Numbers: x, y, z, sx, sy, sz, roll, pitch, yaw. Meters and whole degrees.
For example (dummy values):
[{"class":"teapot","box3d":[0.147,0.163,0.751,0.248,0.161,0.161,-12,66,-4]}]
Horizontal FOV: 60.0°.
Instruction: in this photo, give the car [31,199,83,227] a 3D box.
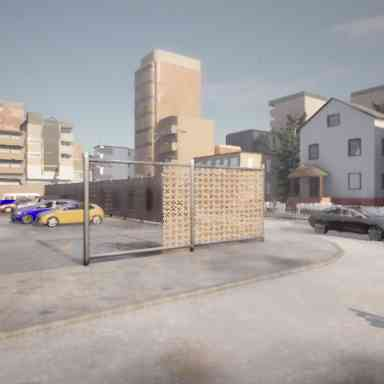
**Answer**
[{"class":"car","box3d":[-7.839,1.410,21.555,4.193,1.474,1.816,0,0,-36]}]

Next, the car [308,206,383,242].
[{"class":"car","box3d":[8.172,1.477,16.610,2.128,1.511,4.902,0,0,-31]}]

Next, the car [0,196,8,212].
[{"class":"car","box3d":[-17.856,1.468,35.610,5.357,1.415,2.033,0,0,-36]}]

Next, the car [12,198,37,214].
[{"class":"car","box3d":[-17.854,1.397,35.332,1.789,1.547,3.705,0,0,-36]}]

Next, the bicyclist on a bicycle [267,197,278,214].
[{"class":"bicyclist on a bicycle","box3d":[7.761,1.326,31.999,1.656,1.620,0.582,0,0,-36]}]

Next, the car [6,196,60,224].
[{"class":"car","box3d":[-10.284,1.343,23.705,4.611,1.667,2.242,0,0,-36]}]

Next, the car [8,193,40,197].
[{"class":"car","box3d":[-12.575,1.237,27.343,3.866,1.878,1.905,0,0,-36]}]

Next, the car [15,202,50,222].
[{"class":"car","box3d":[-12.020,1.447,25.082,2.207,1.379,1.481,0,0,-36]}]

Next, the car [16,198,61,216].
[{"class":"car","box3d":[-14.798,1.406,32.044,3.633,1.501,1.845,0,0,-36]}]
